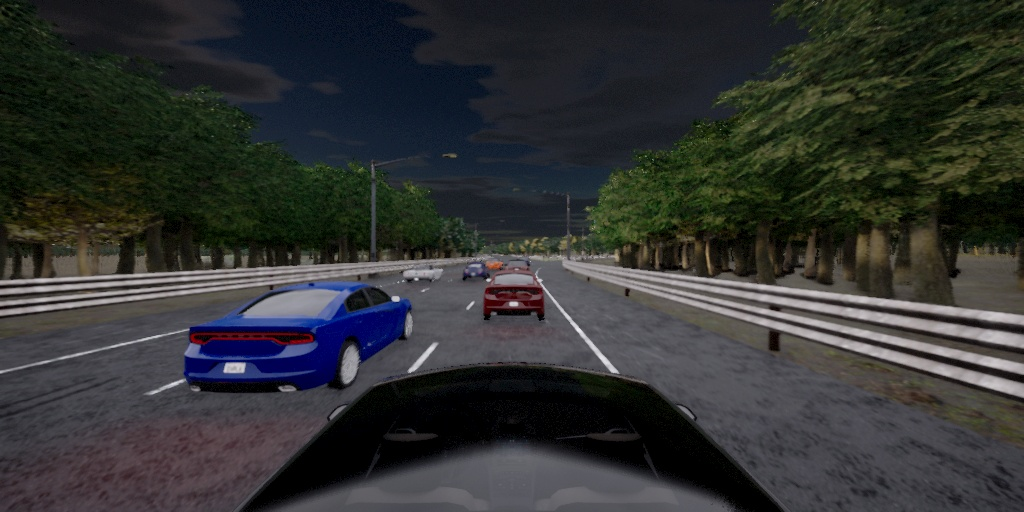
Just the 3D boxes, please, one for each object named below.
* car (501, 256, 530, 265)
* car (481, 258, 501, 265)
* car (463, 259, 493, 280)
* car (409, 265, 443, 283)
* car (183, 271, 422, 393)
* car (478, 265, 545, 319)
[{"bbox_3d":[0.439,1.056,29.882,2.097,1.767,4.553,0,0,2],"label":"car"},{"bbox_3d":[-2.326,1.001,46.715,2.097,1.767,4.553,0,0,3],"label":"car"},{"bbox_3d":[-2.954,1.227,30.077,1.812,1.442,4.674,0,0,2],"label":"car"},{"bbox_3d":[-6.612,1.305,27.340,1.895,1.301,4.718,0,0,2],"label":"car"},{"bbox_3d":[-3.373,1.219,6.856,1.882,1.535,5.008,0,0,0],"label":"car"},{"bbox_3d":[0.081,1.230,12.744,1.882,1.535,5.008,0,0,1],"label":"car"}]
